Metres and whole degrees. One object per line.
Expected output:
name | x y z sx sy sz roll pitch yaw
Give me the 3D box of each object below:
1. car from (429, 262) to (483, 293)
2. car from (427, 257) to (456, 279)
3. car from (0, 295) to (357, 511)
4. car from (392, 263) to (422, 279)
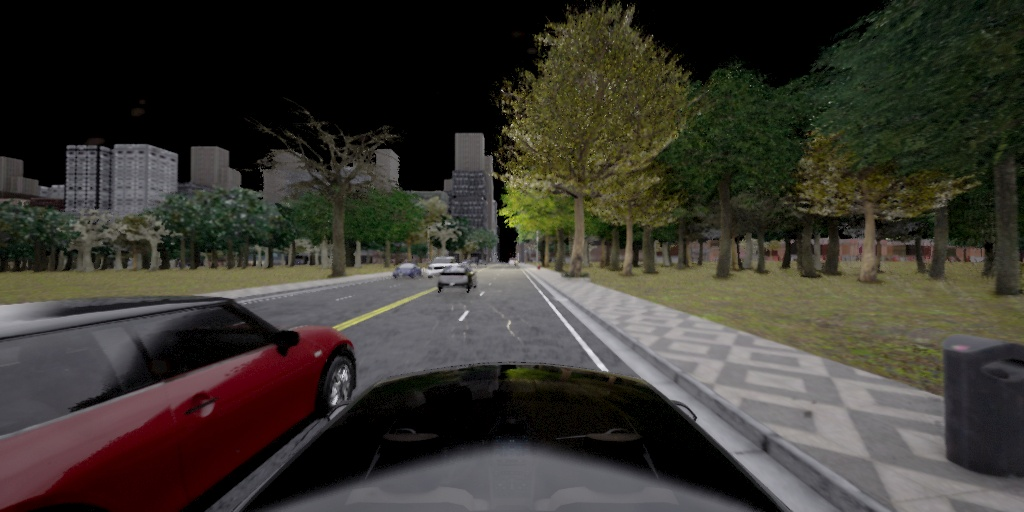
car | -3.144 1.300 21.284 2.128 1.511 4.902 0 0 0
car | -6.582 1.091 34.423 2.150 2.045 5.566 0 0 0
car | -3.151 1.105 3.043 2.097 1.767 4.553 0 0 0
car | -9.831 1.394 34.066 1.812 1.442 4.674 0 0 0
